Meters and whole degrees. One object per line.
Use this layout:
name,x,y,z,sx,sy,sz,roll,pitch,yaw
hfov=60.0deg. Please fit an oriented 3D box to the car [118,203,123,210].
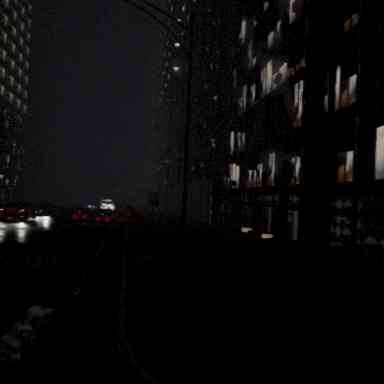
car,-15.145,2.871,67.658,1.812,1.442,4.674,3,-2,-11

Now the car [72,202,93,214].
car,-15.163,2.339,45.844,1.895,1.301,4.718,3,-2,-11

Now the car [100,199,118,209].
car,-13.139,2.208,51.865,2.150,2.045,5.566,3,-2,-11

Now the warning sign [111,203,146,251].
warning sign,-2.668,1.455,14.053,1.300,1.860,1.060,4,-1,-11

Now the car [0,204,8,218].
car,-19.002,1.766,30.925,1.895,1.301,4.718,3,-2,-11

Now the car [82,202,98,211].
car,-17.423,2.511,57.166,2.033,1.411,5.357,3,-2,-11

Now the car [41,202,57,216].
car,-17.379,1.965,39.569,2.128,1.511,4.902,3,-2,-11

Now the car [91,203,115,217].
car,-11.139,2.391,41.999,1.895,1.301,4.718,3,-2,-11

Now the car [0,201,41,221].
car,-15.421,1.623,29.617,2.097,1.767,4.553,3,-2,-11
